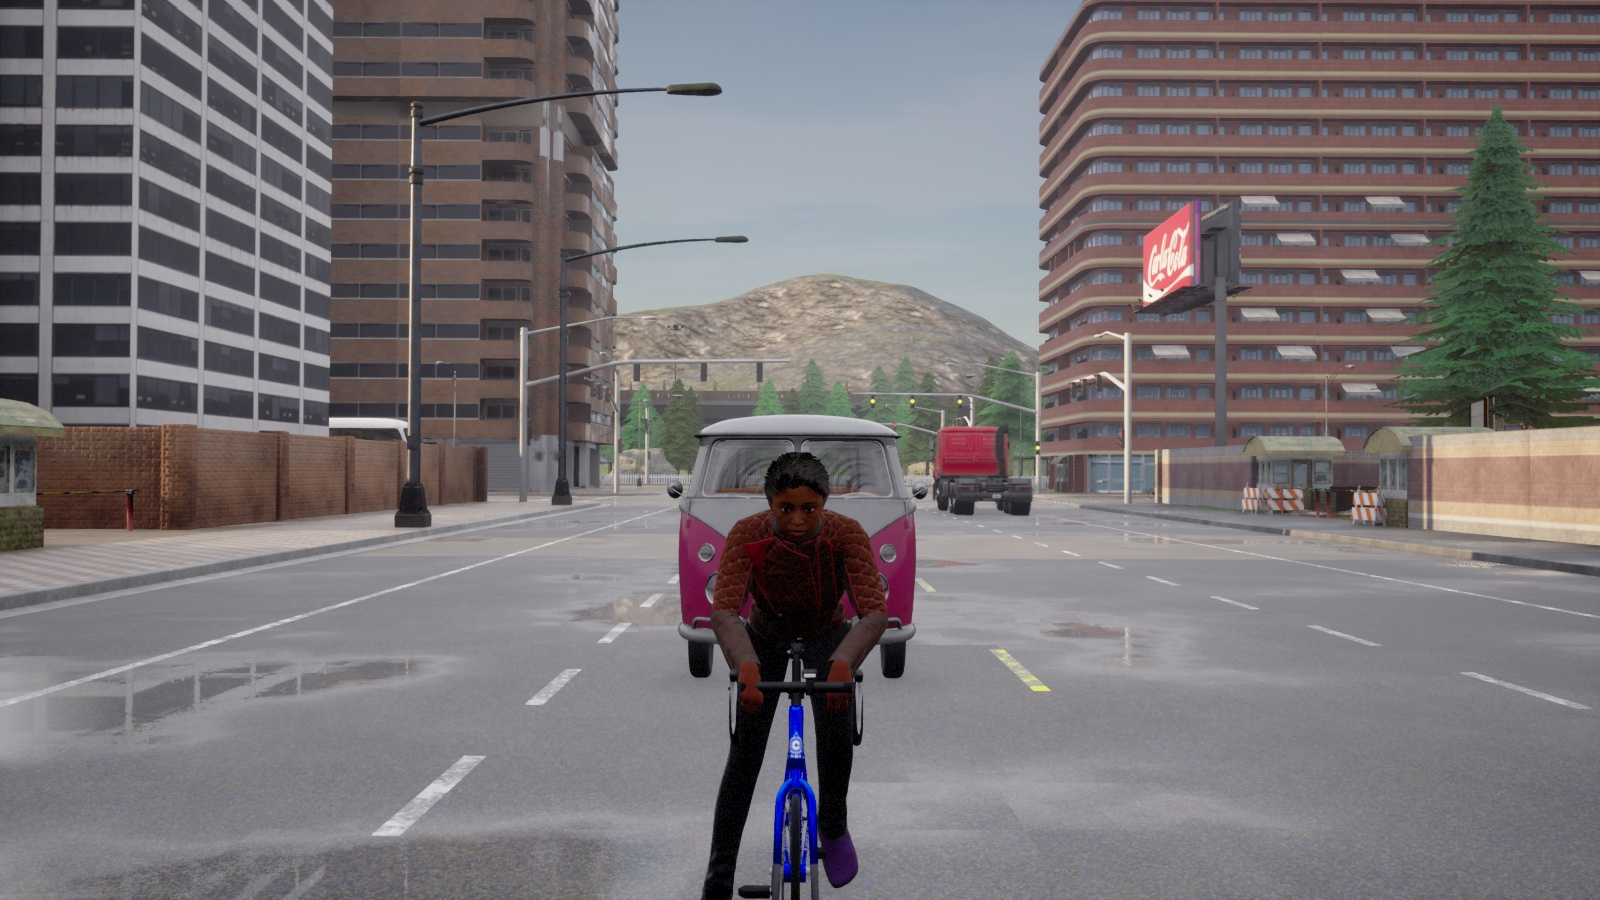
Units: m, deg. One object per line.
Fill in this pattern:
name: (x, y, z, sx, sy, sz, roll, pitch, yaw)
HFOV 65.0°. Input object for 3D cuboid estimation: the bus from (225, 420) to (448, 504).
bus: (-24.146, 0.639, 65.914, 10.273, 4.253, 3.944, 0, -1, 0)

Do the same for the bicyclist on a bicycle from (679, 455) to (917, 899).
bicyclist on a bicycle: (-0.005, 0.833, 3.919, 0.582, 1.620, 1.656, 0, -1, 0)

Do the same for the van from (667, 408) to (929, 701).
van: (-0.015, 0.748, 10.772, 1.775, 1.987, 4.442, 0, -1, 0)

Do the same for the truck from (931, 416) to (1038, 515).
truck: (6.930, 0.613, 48.302, 2.891, 3.462, 7.936, 0, -1, 0)
